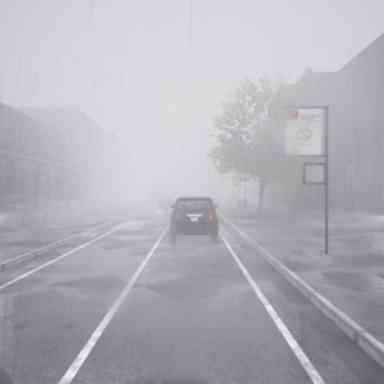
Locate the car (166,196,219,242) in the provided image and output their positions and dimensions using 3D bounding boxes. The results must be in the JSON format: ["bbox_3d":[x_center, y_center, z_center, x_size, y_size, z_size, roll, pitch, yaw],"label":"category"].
[{"bbox_3d":[0.094,1.203,16.400,2.150,2.045,5.566,0,0,0],"label":"car"}]

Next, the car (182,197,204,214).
[{"bbox_3d":[0.088,1.350,34.433,2.128,1.511,4.902,0,0,0],"label":"car"}]

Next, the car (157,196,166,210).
[{"bbox_3d":[-3.105,1.310,40.246,1.837,1.490,4.892,0,1,0],"label":"car"}]
